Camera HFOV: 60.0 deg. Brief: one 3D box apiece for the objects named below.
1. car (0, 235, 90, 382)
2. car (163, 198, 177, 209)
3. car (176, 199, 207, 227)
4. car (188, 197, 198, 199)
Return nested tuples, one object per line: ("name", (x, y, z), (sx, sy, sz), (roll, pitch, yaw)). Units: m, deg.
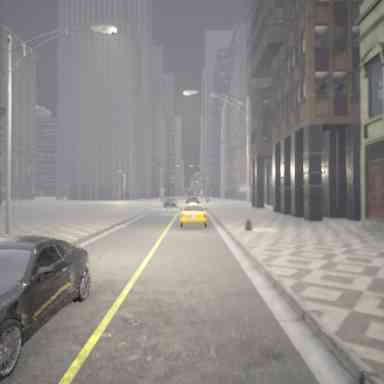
("car", (-3.100, 1.532, 5.565), (1.812, 1.442, 4.674), (0, 0, 0))
("car", (-3.078, 1.573, 47.685), (1.837, 1.490, 4.892), (0, 0, 0))
("car", (0.097, 1.478, 23.015), (1.801, 1.575, 5.366), (0, 0, 0))
("car", (0.087, 1.491, 45.407), (2.033, 1.649, 4.856), (0, 0, 0))
